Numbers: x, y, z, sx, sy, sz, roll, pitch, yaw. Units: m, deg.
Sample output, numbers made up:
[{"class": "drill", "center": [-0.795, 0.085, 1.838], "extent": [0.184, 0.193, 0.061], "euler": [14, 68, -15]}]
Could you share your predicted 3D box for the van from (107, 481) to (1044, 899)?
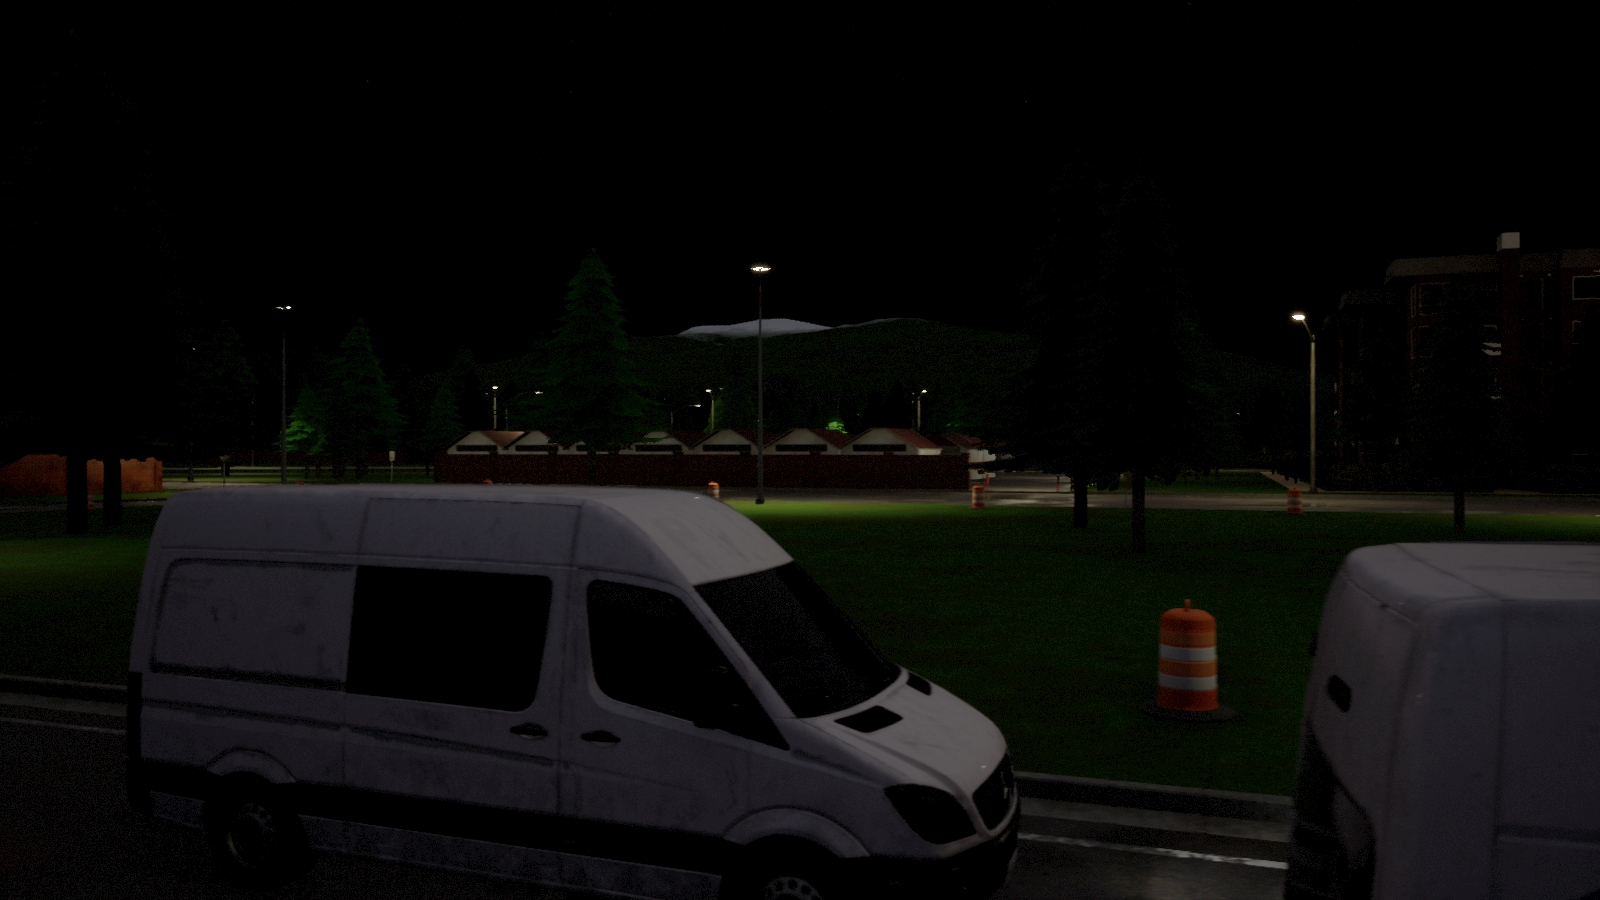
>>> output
[{"class": "van", "center": [-1.522, 1.535, 7.582], "extent": [5.915, 2.561, 1.988], "euler": [0, 0, 20]}]

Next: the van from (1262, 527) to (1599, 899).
[{"class": "van", "center": [3.979, 1.534, 1.856], "extent": [5.915, 2.561, 1.988], "euler": [0, 0, 20]}]
